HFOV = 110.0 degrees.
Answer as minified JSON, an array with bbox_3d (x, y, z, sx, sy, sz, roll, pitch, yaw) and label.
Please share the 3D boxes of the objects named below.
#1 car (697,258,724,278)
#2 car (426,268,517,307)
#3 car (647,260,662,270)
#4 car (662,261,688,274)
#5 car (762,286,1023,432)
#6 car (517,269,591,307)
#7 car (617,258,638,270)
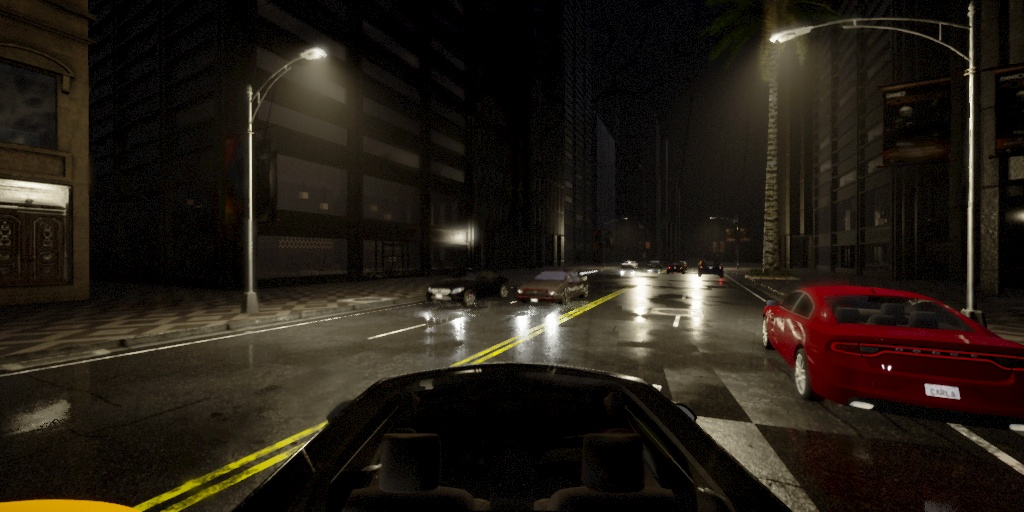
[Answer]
[{"bbox_3d":[19.295,1.114,34.926,2.097,1.767,4.553,0,0,27],"label":"car"},{"bbox_3d":[-1.731,1.275,15.782,1.812,1.442,4.674,0,0,27],"label":"car"},{"bbox_3d":[21.480,1.340,53.739,1.994,1.385,4.181,0,0,27],"label":"car"},{"bbox_3d":[18.656,1.312,40.748,2.033,1.411,5.357,0,0,27],"label":"car"},{"bbox_3d":[5.515,1.227,5.852,1.882,1.535,5.008,0,0,27],"label":"car"},{"bbox_3d":[2.060,1.297,16.049,2.033,1.411,5.357,0,0,27],"label":"car"},{"bbox_3d":[17.193,1.373,52.533,1.895,1.301,4.718,0,0,27],"label":"car"}]
